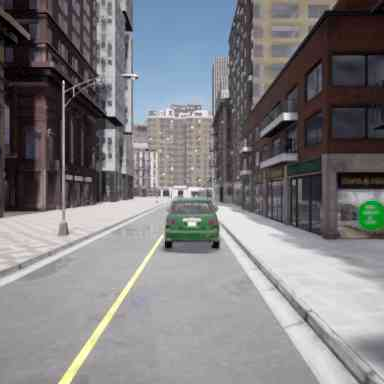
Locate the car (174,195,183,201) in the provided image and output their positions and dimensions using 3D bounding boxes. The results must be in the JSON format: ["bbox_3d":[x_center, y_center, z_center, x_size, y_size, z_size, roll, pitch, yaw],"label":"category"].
[{"bbox_3d":[-3.106,1.402,75.874,1.895,1.301,4.718,0,0,0],"label":"car"}]

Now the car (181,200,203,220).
[{"bbox_3d":[-0.005,1.507,29.645,1.837,1.490,4.892,0,0,0],"label":"car"}]

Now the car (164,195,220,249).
[{"bbox_3d":[0.000,1.252,14.673,2.150,2.045,5.566,0,0,0],"label":"car"}]
